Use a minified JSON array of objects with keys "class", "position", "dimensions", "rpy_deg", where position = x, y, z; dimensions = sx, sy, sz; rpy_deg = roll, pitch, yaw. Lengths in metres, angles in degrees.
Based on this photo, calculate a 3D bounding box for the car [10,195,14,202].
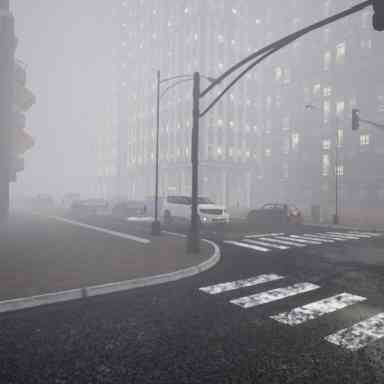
[{"class":"car","position":[-36.930,1.396,69.819],"dimensions":[1.947,1.339,4.313],"rpy_deg":[1,-1,-35]}]

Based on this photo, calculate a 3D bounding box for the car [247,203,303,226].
[{"class":"car","position":[5.831,1.505,23.966],"dimensions":[1.967,1.590,4.097],"rpy_deg":[1,-1,-35]}]

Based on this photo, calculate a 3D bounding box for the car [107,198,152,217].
[{"class":"car","position":[-5.731,1.498,30.275],"dimensions":[1.994,1.385,4.181],"rpy_deg":[1,-1,-35]}]

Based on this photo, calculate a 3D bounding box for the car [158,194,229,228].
[{"class":"car","position":[0.049,1.170,22.118],"dimensions":[2.150,2.045,5.566],"rpy_deg":[1,-1,-35]}]

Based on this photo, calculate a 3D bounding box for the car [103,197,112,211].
[{"class":"car","position":[-11.606,1.468,38.571],"dimensions":[2.033,1.411,5.357],"rpy_deg":[1,-1,-35]}]

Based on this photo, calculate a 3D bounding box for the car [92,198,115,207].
[{"class":"car","position":[-13.765,1.586,51.618],"dimensions":[1.947,1.339,4.313],"rpy_deg":[1,-1,-35]}]

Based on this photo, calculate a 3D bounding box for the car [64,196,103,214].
[{"class":"car","position":[-10.805,1.427,32.948],"dimensions":[2.008,1.369,4.403],"rpy_deg":[1,-1,-35]}]

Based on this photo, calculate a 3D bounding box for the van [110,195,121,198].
[{"class":"van","position":[-10.495,1.368,47.012],"dimensions":[1.690,1.788,3.998],"rpy_deg":[1,-1,-35]}]

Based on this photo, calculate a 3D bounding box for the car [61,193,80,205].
[{"class":"car","position":[-20.403,1.181,56.345],"dimensions":[2.150,2.045,5.566],"rpy_deg":[1,-1,-35]}]

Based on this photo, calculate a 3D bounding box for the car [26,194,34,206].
[{"class":"car","position":[-23.868,1.432,51.383],"dimensions":[1.802,1.307,4.206],"rpy_deg":[1,-1,-35]}]

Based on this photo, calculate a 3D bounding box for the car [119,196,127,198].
[{"class":"car","position":[-7.233,1.584,42.401],"dimensions":[2.008,1.369,4.403],"rpy_deg":[1,-1,-35]}]

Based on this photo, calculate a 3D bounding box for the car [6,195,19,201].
[{"class":"car","position":[-40.195,1.377,74.428],"dimensions":[2.008,1.369,4.403],"rpy_deg":[1,-1,-35]}]

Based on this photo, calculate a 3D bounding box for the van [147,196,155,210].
[{"class":"van","position":[-3.964,1.382,37.794],"dimensions":[1.690,1.788,3.998],"rpy_deg":[1,-1,-35]}]

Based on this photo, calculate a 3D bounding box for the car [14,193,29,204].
[{"class":"car","position":[-30.395,1.155,60.604],"dimensions":[2.192,1.841,5.009],"rpy_deg":[1,-1,-35]}]

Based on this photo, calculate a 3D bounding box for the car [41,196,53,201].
[{"class":"car","position":[-36.626,1.570,83.880],"dimensions":[1.802,1.307,4.206],"rpy_deg":[1,-1,-35]}]

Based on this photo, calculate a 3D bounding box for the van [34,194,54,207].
[{"class":"van","position":[-20.598,1.197,46.777],"dimensions":[1.690,1.788,3.998],"rpy_deg":[1,-1,-35]}]
